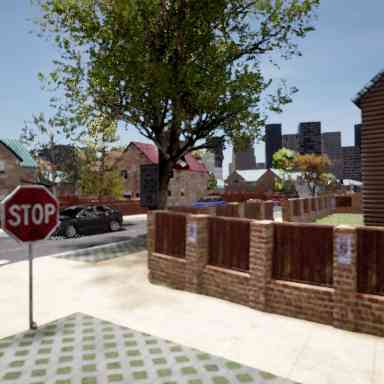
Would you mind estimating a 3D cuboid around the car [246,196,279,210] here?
[{"bbox_3d":[6.198,1.360,31.079,1.895,1.301,4.718,-1,0,32],"label":"car"}]

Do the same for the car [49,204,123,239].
[{"bbox_3d":[-5.688,1.441,17.265,1.837,1.490,4.892,-1,0,31],"label":"car"}]

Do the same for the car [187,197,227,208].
[{"bbox_3d":[1.366,1.195,28.827,2.097,1.767,4.553,-1,0,31],"label":"car"}]

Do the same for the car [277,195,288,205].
[{"bbox_3d":[12.338,1.222,46.586,1.812,1.442,4.674,-1,0,32],"label":"car"}]
